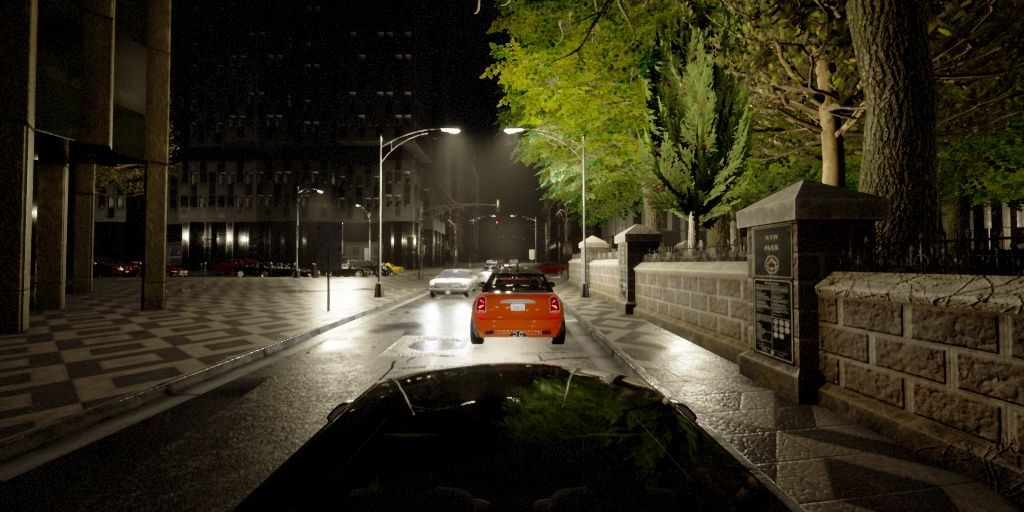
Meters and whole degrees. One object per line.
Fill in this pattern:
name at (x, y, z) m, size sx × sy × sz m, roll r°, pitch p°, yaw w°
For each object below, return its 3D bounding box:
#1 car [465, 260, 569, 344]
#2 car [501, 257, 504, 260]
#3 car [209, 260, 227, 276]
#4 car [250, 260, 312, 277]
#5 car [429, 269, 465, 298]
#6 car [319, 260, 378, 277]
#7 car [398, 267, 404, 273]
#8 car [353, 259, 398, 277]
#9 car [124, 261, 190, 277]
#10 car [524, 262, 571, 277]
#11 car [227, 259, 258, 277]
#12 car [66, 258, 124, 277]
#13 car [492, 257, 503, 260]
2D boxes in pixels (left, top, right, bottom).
car at (0.132, 1.107, 9.723) m, size 2.097 × 1.767 × 4.553 m, roll 0°, pitch 0°, yaw 0°
car at (-2.793, 1.369, 61.162) m, size 1.837 × 1.490 × 4.892 m, roll 0°, pitch 0°, yaw 1°
car at (-30.956, 1.237, 40.197) m, size 5.009 × 1.841 × 2.192 m, roll 0°, pitch 0°, yaw 1°
car at (-20.011, 1.289, 31.561) m, size 4.313 × 1.339 × 1.948 m, roll 0°, pitch 0°, yaw 1°
car at (-2.923, 1.365, 18.640) m, size 1.895 × 1.301 × 4.718 m, roll 0°, pitch 0°, yaw 0°
car at (-14.498, 1.267, 31.504) m, size 4.403 × 1.370 × 2.007 m, roll 0°, pitch 0°, yaw 1°
car at (-14.589, 1.425, 40.028) m, size 4.829 × 1.417 × 1.751 m, roll 0°, pitch 0°, yaw 1°
car at (-13.728, 1.125, 34.176) m, size 4.553 × 1.767 × 2.097 m, roll 0°, pitch -1°, yaw 0°
car at (-31.036, 1.320, 31.674) m, size 4.207 × 1.307 × 1.802 m, roll 0°, pitch 0°, yaw 1°
car at (3.602, 1.355, 37.177) m, size 4.674 × 1.442 × 1.812 m, roll 0°, pitch -1°, yaw 1°
car at (-23.873, 1.291, 34.279) m, size 4.892 × 1.490 × 1.837 m, roll 0°, pitch -1°, yaw 0°
car at (-36.549, 1.061, 31.731) m, size 5.009 × 1.841 × 2.192 m, roll 0°, pitch 0°, yaw 1°
car at (-2.860, 1.325, 50.787) m, size 2.128 × 1.511 × 4.902 m, roll 0°, pitch 0°, yaw 0°
